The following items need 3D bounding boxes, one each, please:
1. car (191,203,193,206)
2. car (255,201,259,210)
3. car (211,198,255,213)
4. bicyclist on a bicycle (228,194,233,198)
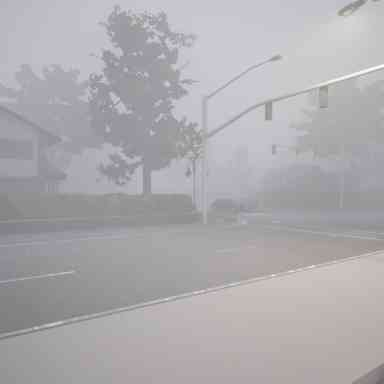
[{"bbox_3d":[-1.823,1.241,43.779,2.097,1.767,4.553,0,0,-36],"label":"car"},{"bbox_3d":[5.836,1.427,39.596,1.812,1.442,4.674,0,0,-36],"label":"car"},{"bbox_3d":[4.081,1.416,35.739,1.837,1.490,4.892,0,0,-36],"label":"car"},{"bbox_3d":[5.860,1.176,51.028,1.656,1.620,0.582,0,0,-36],"label":"bicyclist on a bicycle"}]
